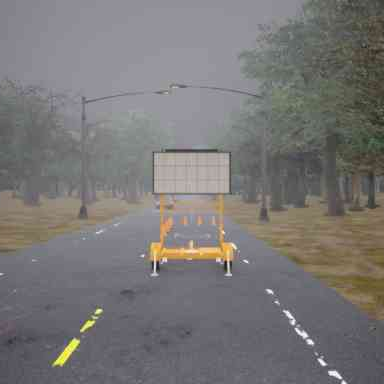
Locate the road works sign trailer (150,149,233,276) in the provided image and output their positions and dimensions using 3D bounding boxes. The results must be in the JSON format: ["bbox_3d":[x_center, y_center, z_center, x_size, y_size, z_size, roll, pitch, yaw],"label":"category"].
[{"bbox_3d":[-0.010,0.476,10.372,2.380,3.560,2.880,0,0,0],"label":"road works sign trailer"}]

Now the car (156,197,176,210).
[{"bbox_3d":[-3.573,1.417,43.927,2.097,1.767,4.553,0,0,0],"label":"car"}]

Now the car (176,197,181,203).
[{"bbox_3d":[-3.456,1.682,71.624,1.994,1.385,4.181,0,0,0],"label":"car"}]
